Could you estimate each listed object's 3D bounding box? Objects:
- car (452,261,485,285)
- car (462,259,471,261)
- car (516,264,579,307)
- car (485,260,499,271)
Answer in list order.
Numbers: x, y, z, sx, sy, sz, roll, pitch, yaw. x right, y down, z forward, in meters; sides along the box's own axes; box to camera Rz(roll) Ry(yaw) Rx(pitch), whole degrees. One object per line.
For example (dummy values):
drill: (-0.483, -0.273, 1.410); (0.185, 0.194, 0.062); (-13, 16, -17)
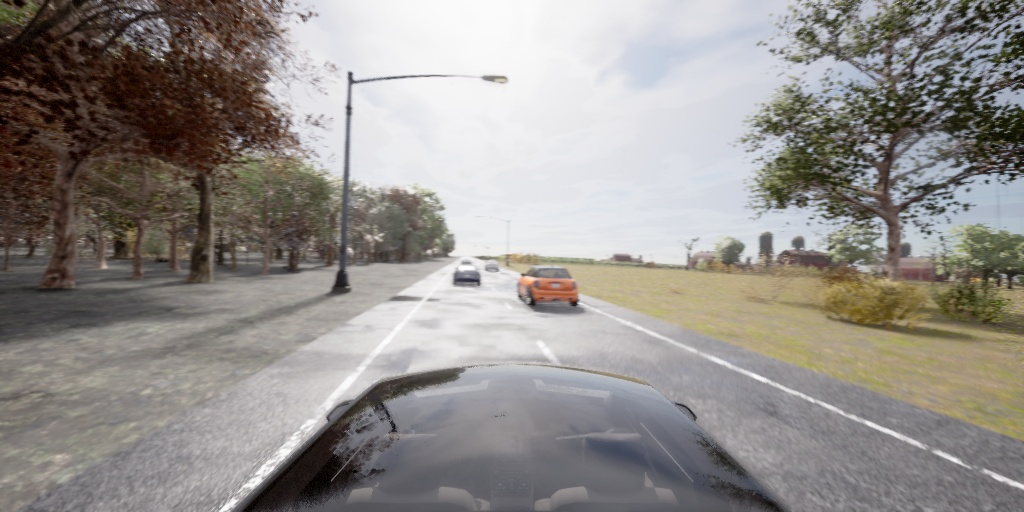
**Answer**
car: (-3.246, 1.284, 25.955); (1.994, 1.385, 4.181); (2, 0, -7)
car: (-7.199, 1.202, 56.558); (1.812, 1.442, 4.674); (2, 0, -7)
car: (1.501, 1.220, 16.574); (2.097, 1.767, 4.553); (2, 0, -7)
car: (-2.859, 1.349, 50.263); (1.812, 1.442, 4.674); (2, 0, -7)
